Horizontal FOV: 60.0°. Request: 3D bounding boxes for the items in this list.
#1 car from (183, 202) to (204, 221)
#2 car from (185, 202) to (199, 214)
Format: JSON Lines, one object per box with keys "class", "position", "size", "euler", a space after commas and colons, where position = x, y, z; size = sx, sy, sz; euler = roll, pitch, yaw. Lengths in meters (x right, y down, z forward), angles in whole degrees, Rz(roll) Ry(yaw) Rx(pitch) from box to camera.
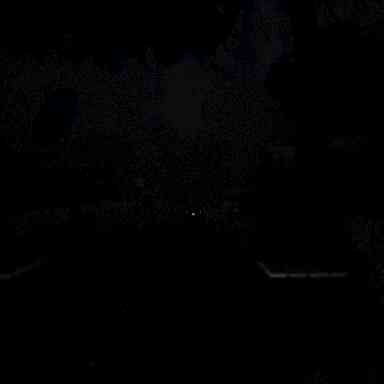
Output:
{"class": "car", "position": [0.097, 1.996, 32.116], "size": [1.994, 1.385, 4.181], "euler": [0, -1, -1]}
{"class": "car", "position": [0.043, 2.168, 45.520], "size": [1.837, 1.490, 4.892], "euler": [0, -1, 0]}
